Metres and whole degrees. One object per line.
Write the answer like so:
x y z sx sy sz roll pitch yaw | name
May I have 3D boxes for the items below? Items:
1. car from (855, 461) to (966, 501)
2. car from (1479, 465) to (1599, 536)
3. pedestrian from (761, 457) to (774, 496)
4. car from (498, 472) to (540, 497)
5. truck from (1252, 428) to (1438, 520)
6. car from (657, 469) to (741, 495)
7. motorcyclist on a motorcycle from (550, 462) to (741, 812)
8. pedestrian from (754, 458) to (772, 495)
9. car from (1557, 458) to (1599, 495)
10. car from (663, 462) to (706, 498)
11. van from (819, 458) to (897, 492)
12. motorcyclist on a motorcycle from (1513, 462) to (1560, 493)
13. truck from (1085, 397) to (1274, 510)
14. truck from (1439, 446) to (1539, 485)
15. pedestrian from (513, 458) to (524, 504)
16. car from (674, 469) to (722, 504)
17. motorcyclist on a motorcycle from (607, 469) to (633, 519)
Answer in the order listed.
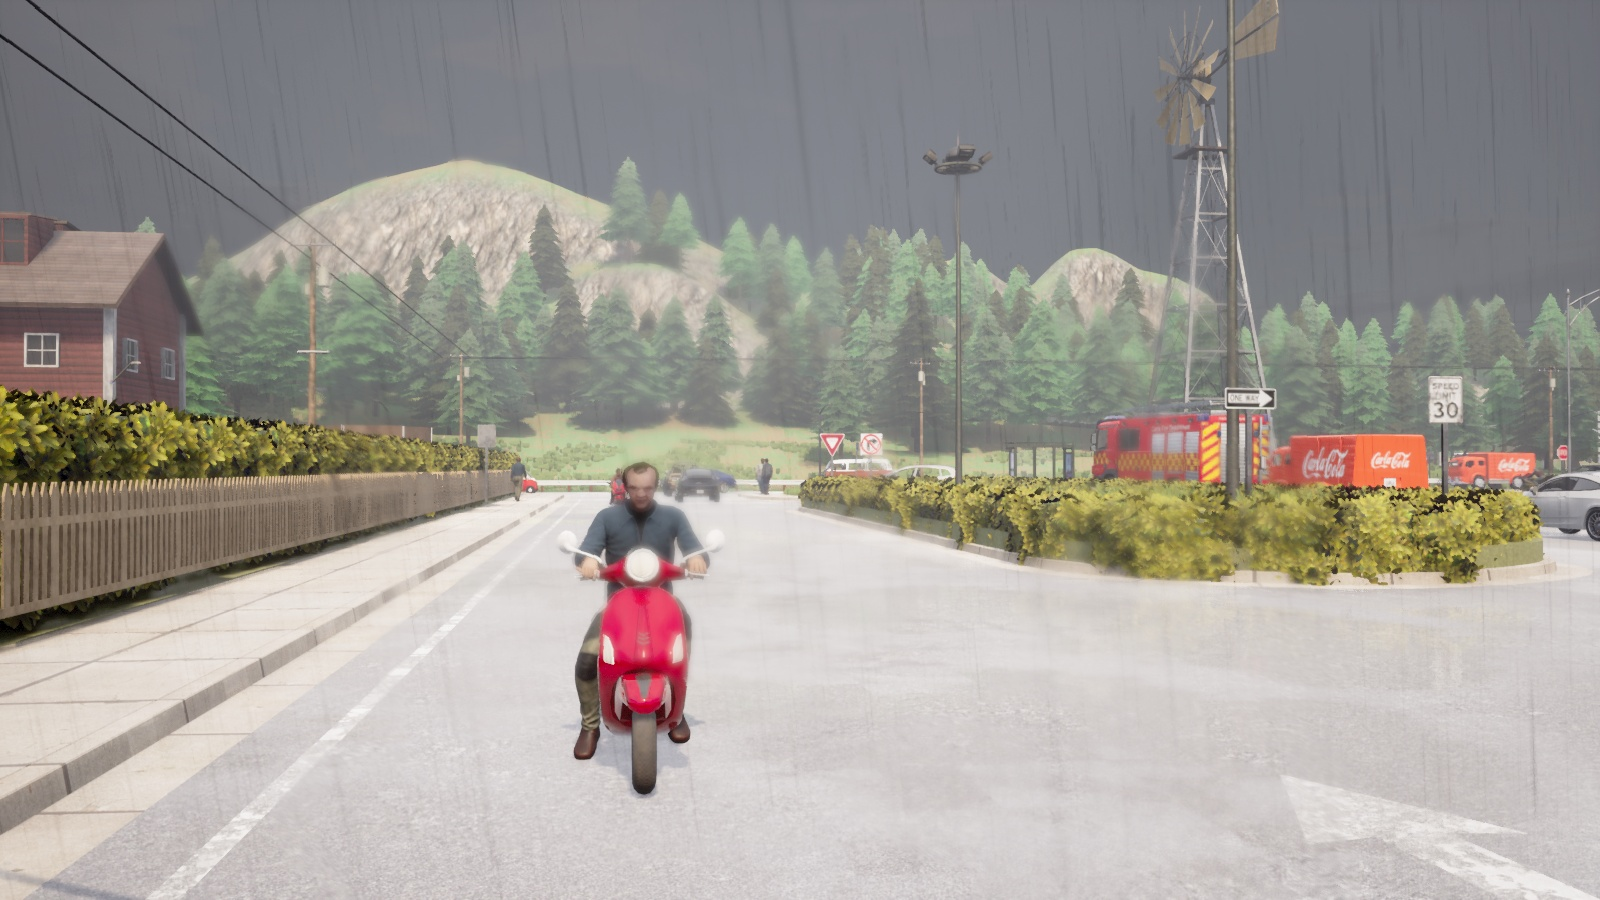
4.821 1.345 54.410 4.611 1.667 2.242 -1 -1 10 | car
17.195 1.056 27.343 1.812 1.442 4.674 0 -1 -8 | car
-1.623 1.324 62.703 0.423 1.949 0.788 0 -1 -22 | pedestrian
-15.905 1.961 71.096 2.207 1.376 1.481 -1 -1 -8 | car
15.742 0.682 36.715 2.627 2.467 5.204 0 -1 -8 | truck
-6.051 1.899 75.096 4.674 1.442 1.812 0 -1 -26 | car
-0.841 0.865 6.701 0.866 1.590 1.817 0 -1 -8 | motorcyclist on a motorcycle
-1.864 1.337 63.507 0.874 1.855 0.900 0 -1 -4 | pedestrian
35.517 1.140 55.040 1.851 1.617 3.988 0 -1 -9 | car
-6.175 1.578 66.621 1.932 1.855 4.605 0 -1 -9 | car
3.548 1.544 77.397 4.480 2.038 2.069 0 -1 -8 | van
37.604 1.380 64.161 0.866 1.530 2.191 0 -1 -9 | motorcyclist on a motorcycle
13.911 0.158 46.998 2.891 3.827 8.468 0 -1 -13 | truck
45.704 1.043 83.383 5.204 2.467 2.627 -1 -1 -8 | truck
-11.394 1.250 50.793 0.370 1.835 0.726 0 -1 -9 | pedestrian
-4.647 1.618 56.599 1.837 1.490 4.892 0 -1 -8 | car
-5.684 1.377 39.610 0.797 1.523 2.044 0 -1 -8 | motorcyclist on a motorcycle
